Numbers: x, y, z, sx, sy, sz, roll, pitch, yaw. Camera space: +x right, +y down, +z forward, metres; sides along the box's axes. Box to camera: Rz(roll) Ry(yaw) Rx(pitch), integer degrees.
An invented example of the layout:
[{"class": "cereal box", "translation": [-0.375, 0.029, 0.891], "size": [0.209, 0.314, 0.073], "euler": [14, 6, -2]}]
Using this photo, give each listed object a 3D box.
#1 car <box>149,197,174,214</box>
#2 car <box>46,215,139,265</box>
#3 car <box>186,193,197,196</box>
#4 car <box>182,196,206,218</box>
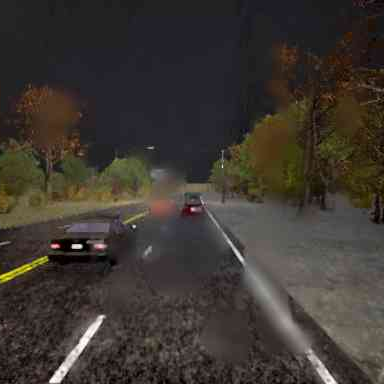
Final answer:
[{"class": "car", "translation": [-3.018, 1.270, 33.748], "size": [2.097, 1.767, 4.553], "euler": [0, 0, 1]}, {"class": "car", "translation": [-3.128, 1.523, 11.562], "size": [2.033, 1.411, 5.357], "euler": [0, 0, 0]}, {"class": "car", "translation": [0.324, 1.336, 56.407], "size": [1.837, 1.490, 4.892], "euler": [-2, -1, 1]}, {"class": "car", "translation": [0.132, 1.432, 29.597], "size": [2.163, 1.488, 4.792], "euler": [-1, 1, 1]}]
